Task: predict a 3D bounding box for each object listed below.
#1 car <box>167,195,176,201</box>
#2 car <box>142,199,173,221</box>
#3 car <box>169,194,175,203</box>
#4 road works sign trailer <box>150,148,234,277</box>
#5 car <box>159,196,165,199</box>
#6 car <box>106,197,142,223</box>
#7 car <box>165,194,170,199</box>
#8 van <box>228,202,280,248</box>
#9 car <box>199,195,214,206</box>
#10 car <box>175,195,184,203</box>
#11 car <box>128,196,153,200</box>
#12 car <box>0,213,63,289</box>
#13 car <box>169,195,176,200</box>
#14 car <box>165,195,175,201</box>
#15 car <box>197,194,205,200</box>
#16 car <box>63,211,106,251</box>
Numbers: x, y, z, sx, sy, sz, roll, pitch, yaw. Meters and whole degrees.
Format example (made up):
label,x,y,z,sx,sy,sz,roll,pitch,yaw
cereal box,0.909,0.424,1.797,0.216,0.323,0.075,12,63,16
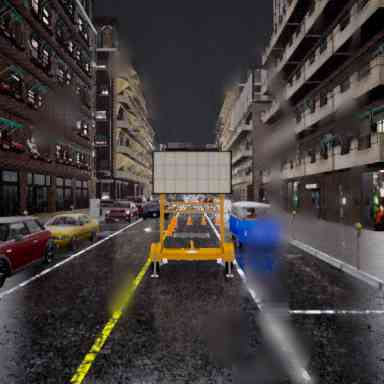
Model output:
label,x,y,z,sx,sy,sz,roll,pitch,yaw
car,-5.360,1.567,86.540,1.947,1.339,4.313,1,0,0
car,-2.868,1.567,27.452,1.994,1.385,4.181,0,0,0
car,-5.347,1.318,69.893,2.192,1.841,5.009,1,0,0
road works sign trailer,0.000,0.466,10.229,2.380,3.560,2.880,0,0,0
car,-5.337,1.586,47.697,1.802,1.307,4.206,1,0,0
car,-5.322,1.443,25.501,1.967,1.590,4.097,1,0,0
car,-5.343,1.529,58.625,1.752,1.417,4.829,1,0,0
van,2.566,1.343,14.427,1.690,1.788,3.998,1,0,0
car,2.542,1.444,53.271,1.967,1.590,4.097,1,0,0
car,-2.794,1.353,70.154,2.097,1.767,4.553,0,0,0
car,-5.324,1.319,31.050,2.192,1.841,5.009,1,0,0
car,-5.312,1.442,8.854,1.967,1.590,4.097,1,0,0
car,-5.363,1.582,92.089,1.802,1.307,4.206,1,0,0
car,-5.356,1.552,80.991,2.008,1.369,4.403,1,0,0
car,2.519,1.440,92.115,1.967,1.590,4.097,1,0,0
car,-5.316,1.527,14.233,1.752,1.417,4.829,1,0,0
